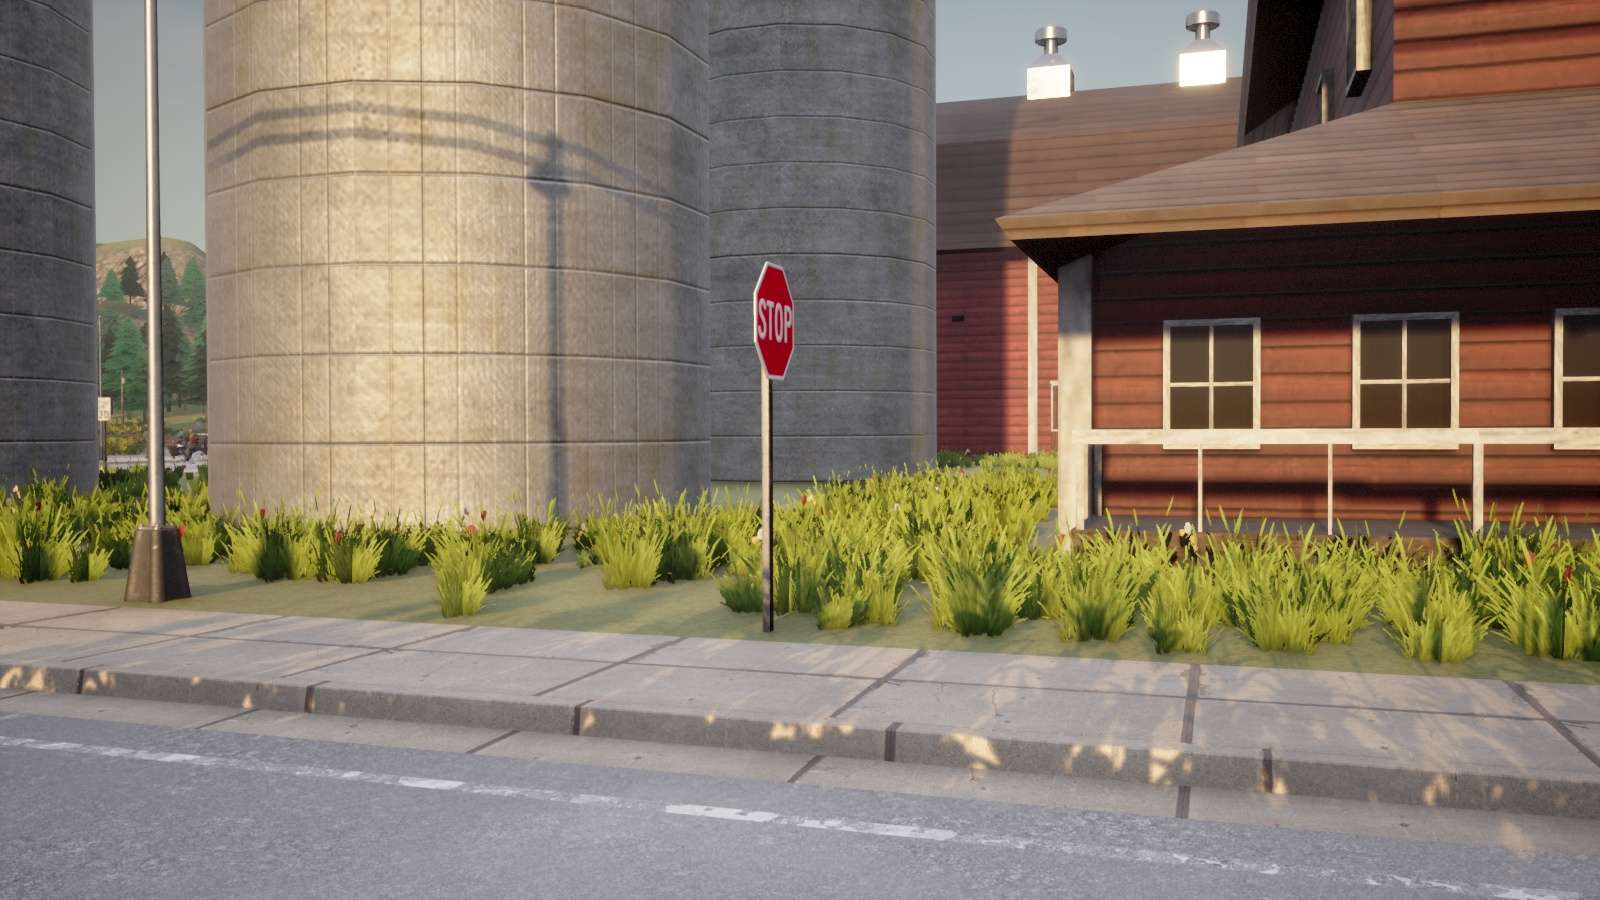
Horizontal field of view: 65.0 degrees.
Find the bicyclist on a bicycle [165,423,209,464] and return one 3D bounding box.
[{"bbox_3d":[-27.084,-0.290,55.506,0.659,1.776,1.843,1,1,18],"label":"bicyclist on a bicycle"}]

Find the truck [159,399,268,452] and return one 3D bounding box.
[{"bbox_3d":[-40.767,-1.706,87.665,2.891,3.462,7.936,0,1,9],"label":"truck"}]
